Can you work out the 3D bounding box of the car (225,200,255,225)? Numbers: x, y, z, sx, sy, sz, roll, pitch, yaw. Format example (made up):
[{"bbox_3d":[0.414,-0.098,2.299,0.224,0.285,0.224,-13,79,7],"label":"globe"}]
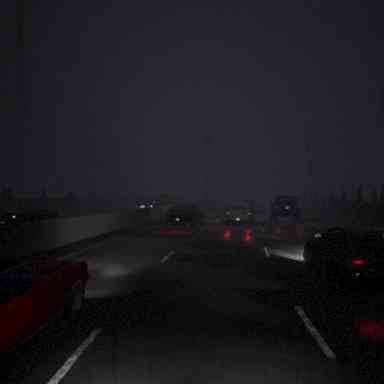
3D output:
[{"bbox_3d":[3.525,1.589,24.488,1.812,1.442,4.674,0,0,11],"label":"car"}]

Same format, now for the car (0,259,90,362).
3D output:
[{"bbox_3d":[-3.123,1.597,4.705,1.895,1.301,4.718,0,0,4],"label":"car"}]

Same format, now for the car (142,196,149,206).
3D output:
[{"bbox_3d":[-7.287,1.546,59.540,2.097,1.767,4.553,0,0,12],"label":"car"}]

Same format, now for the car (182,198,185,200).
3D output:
[{"bbox_3d":[-2.460,1.849,65.604,2.033,1.411,5.357,0,0,12],"label":"car"}]

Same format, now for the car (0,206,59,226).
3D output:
[{"bbox_3d":[-11.318,1.619,22.874,1.895,1.301,4.718,0,0,12],"label":"car"}]

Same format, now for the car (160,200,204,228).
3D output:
[{"bbox_3d":[-0.400,1.525,22.719,1.882,1.535,5.008,0,0,11],"label":"car"}]

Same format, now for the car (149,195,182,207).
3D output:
[{"bbox_3d":[-3.429,1.347,43.784,2.150,2.045,5.566,0,-1,12],"label":"car"}]

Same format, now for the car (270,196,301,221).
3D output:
[{"bbox_3d":[7.785,1.308,27.933,2.150,2.045,5.566,0,0,12],"label":"car"}]

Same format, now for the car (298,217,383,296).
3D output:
[{"bbox_3d":[4.304,1.587,8.701,1.994,1.385,4.181,0,0,6],"label":"car"}]
